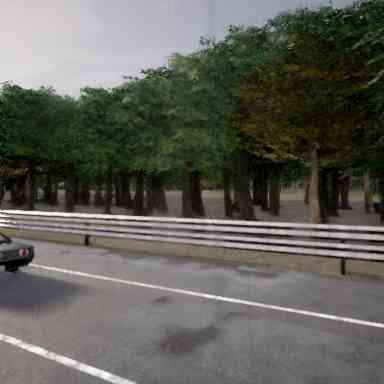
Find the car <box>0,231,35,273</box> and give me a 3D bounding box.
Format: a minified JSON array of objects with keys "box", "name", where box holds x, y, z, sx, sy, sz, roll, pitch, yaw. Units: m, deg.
[{"box":[-6.770,1.677,9.612,4.718,1.301,1.895,0,0,32],"name":"car"}]
